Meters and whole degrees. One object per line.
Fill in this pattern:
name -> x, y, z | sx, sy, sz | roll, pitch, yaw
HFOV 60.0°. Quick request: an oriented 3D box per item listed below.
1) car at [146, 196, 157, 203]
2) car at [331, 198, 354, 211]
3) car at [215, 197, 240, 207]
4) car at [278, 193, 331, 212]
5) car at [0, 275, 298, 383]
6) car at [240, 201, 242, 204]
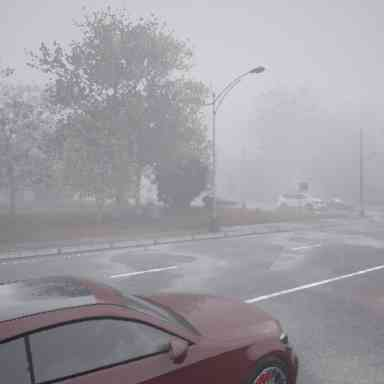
car -> -7.118, 1.431, 63.667 | 1.812, 1.442, 4.674 | 0, 0, -37
car -> 16.338, 1.410, 38.709 | 1.812, 1.442, 4.674 | 0, 0, -38
car -> 4.243, 1.503, 48.742 | 1.895, 1.301, 4.718 | 0, 0, -37
car -> 12.440, 1.121, 38.057 | 2.150, 2.045, 5.566 | 0, 0, -38
car -> -1.075, 1.526, 2.922 | 4.674, 1.442, 1.812 | 0, 0, -35
car -> 5.500, 1.434, 52.853 | 2.033, 1.411, 5.357 | 0, 0, -37
